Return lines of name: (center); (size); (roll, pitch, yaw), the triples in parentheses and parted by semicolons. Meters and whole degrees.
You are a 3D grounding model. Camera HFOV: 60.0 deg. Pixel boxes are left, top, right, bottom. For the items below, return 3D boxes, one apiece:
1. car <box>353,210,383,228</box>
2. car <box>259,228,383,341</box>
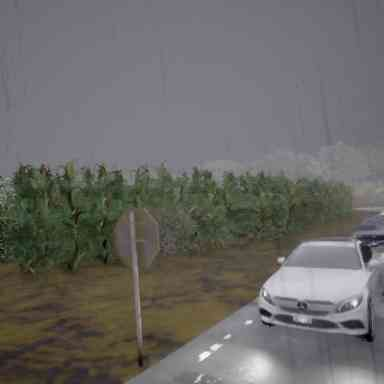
car: (9.248, 1.845, 16.454); (2.033, 1.411, 5.357); (-5, -3, 34)
car: (3.022, 1.760, 7.195); (1.812, 1.442, 4.674); (-5, -4, 34)
